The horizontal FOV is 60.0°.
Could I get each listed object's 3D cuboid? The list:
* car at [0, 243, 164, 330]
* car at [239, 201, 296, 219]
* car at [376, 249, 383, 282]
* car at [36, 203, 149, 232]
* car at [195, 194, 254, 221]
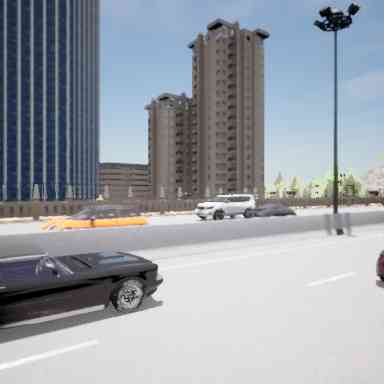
[{"bbox_3d":[-2.906,1.601,5.972,4.718,1.301,1.895,0,0,-35],"label":"car"},{"bbox_3d":[6.048,1.575,25.496,4.181,1.385,1.994,0,0,-35],"label":"car"},{"bbox_3d":[6.492,1.567,8.373,4.181,1.385,1.994,0,0,-35],"label":"car"},{"bbox_3d":[-4.070,1.353,13.985,4.553,1.767,2.097,0,0,-35],"label":"car"},{"bbox_3d":[2.908,1.230,27.557,5.566,2.045,2.150,0,0,-35],"label":"car"}]
